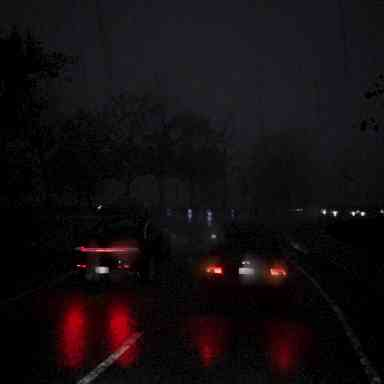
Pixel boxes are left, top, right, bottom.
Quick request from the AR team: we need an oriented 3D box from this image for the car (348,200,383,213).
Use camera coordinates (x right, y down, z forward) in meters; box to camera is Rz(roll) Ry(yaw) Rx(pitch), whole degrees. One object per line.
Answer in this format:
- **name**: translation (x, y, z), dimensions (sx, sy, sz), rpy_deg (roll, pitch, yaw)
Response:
- **car**: translation (23.901, 2.050, 45.344), dimensions (5.357, 1.411, 2.033), rpy_deg (2, -1, -38)

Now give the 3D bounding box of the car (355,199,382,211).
- **car**: translation (28.210, 2.135, 53.186), dimensions (4.553, 1.767, 2.097), rpy_deg (2, -2, -39)

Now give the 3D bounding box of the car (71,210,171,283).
- **car**: translation (-1.781, 1.492, 9.692), dimensions (2.128, 1.511, 4.902), rpy_deg (0, 0, 4)

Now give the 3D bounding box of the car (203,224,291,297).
- **car**: translation (1.419, 1.547, 8.780), dimensions (2.033, 1.411, 5.357), rpy_deg (0, 0, 9)

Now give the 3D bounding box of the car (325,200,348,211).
- **car**: translation (21.036, 1.950, 47.549), dimensions (5.008, 1.535, 1.882), rpy_deg (2, -1, -38)

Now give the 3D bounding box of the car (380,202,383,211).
- **car**: translation (35.361, 2.600, 58.808), dimensions (4.892, 1.490, 1.837), rpy_deg (3, -2, -38)

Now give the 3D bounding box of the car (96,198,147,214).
- **car**: translation (-6.407, 1.351, 30.507), dimensions (4.553, 1.767, 2.097), rpy_deg (0, 0, -9)

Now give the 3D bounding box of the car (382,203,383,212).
- **car**: translation (31.129, 2.380, 51.055), dimensions (4.181, 1.385, 1.994), rpy_deg (3, -2, -38)
